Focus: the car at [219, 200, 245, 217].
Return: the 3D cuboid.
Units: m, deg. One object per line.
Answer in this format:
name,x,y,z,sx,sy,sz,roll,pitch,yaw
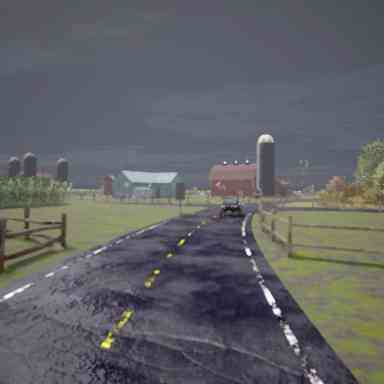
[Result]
car,3.637,1.432,30.114,2.128,1.511,4.902,0,0,13
